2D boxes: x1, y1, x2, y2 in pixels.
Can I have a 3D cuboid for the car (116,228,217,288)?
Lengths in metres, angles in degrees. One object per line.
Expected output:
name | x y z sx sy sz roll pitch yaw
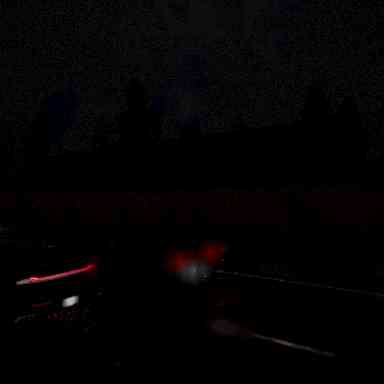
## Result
car | -1.758 1.692 9.529 4.718 1.301 1.895 -1 -1 35

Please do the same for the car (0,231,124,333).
car | -3.933 1.579 6.782 4.902 1.511 2.128 -1 -1 35
